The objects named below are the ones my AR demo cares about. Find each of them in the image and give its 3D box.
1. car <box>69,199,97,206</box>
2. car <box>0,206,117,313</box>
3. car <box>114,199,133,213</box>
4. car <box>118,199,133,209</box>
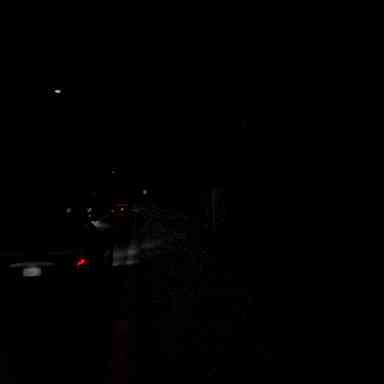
[{"bbox_3d":[-9.209,1.447,28.136,2.097,1.767,4.553,0,0,-9],"label":"car"},{"bbox_3d":[-3.030,1.372,7.703,2.097,1.767,4.553,0,0,-9],"label":"car"},{"bbox_3d":[-7.893,1.610,38.131,1.837,1.490,4.892,0,0,-9],"label":"car"},{"bbox_3d":[-9.613,1.742,48.459,1.895,1.301,4.718,0,0,-9],"label":"car"}]
